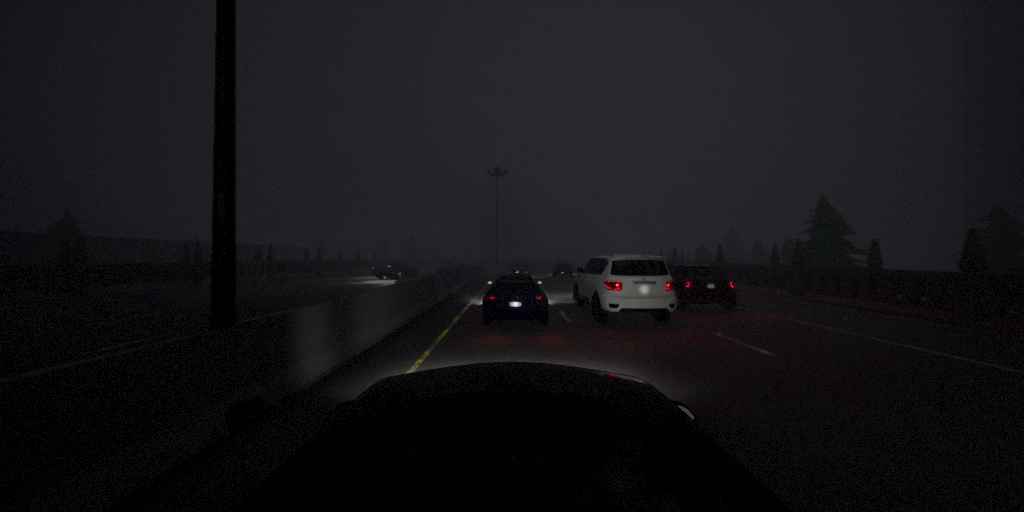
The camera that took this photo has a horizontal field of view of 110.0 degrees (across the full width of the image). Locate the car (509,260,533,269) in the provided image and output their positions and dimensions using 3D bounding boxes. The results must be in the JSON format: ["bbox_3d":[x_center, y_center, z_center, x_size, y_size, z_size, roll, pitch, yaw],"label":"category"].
[{"bbox_3d":[0.700,1.278,29.803,2.033,1.411,5.357,0,0,6],"label":"car"}]

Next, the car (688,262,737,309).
[{"bbox_3d":[7.104,1.096,14.916,2.097,1.767,4.553,0,0,0],"label":"car"}]

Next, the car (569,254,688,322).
[{"bbox_3d":[3.600,0.967,12.440,2.150,2.045,5.566,0,0,0],"label":"car"}]

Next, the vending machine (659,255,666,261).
[{"bbox_3d":[22.592,0.814,53.709,1.100,2.100,0.880,0,0,26],"label":"vending machine"}]

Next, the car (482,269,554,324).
[{"bbox_3d":[0.100,1.309,11.971,1.994,1.385,4.181,0,0,0],"label":"car"}]

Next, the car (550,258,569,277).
[{"bbox_3d":[4.867,1.224,34.195,1.837,1.490,4.892,0,0,9],"label":"car"}]

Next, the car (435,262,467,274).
[{"bbox_3d":[-5.814,1.284,35.322,2.033,1.411,5.357,0,0,9],"label":"car"}]

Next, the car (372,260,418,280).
[{"bbox_3d":[-9.878,1.289,31.243,2.033,1.411,5.357,0,0,6],"label":"car"}]
